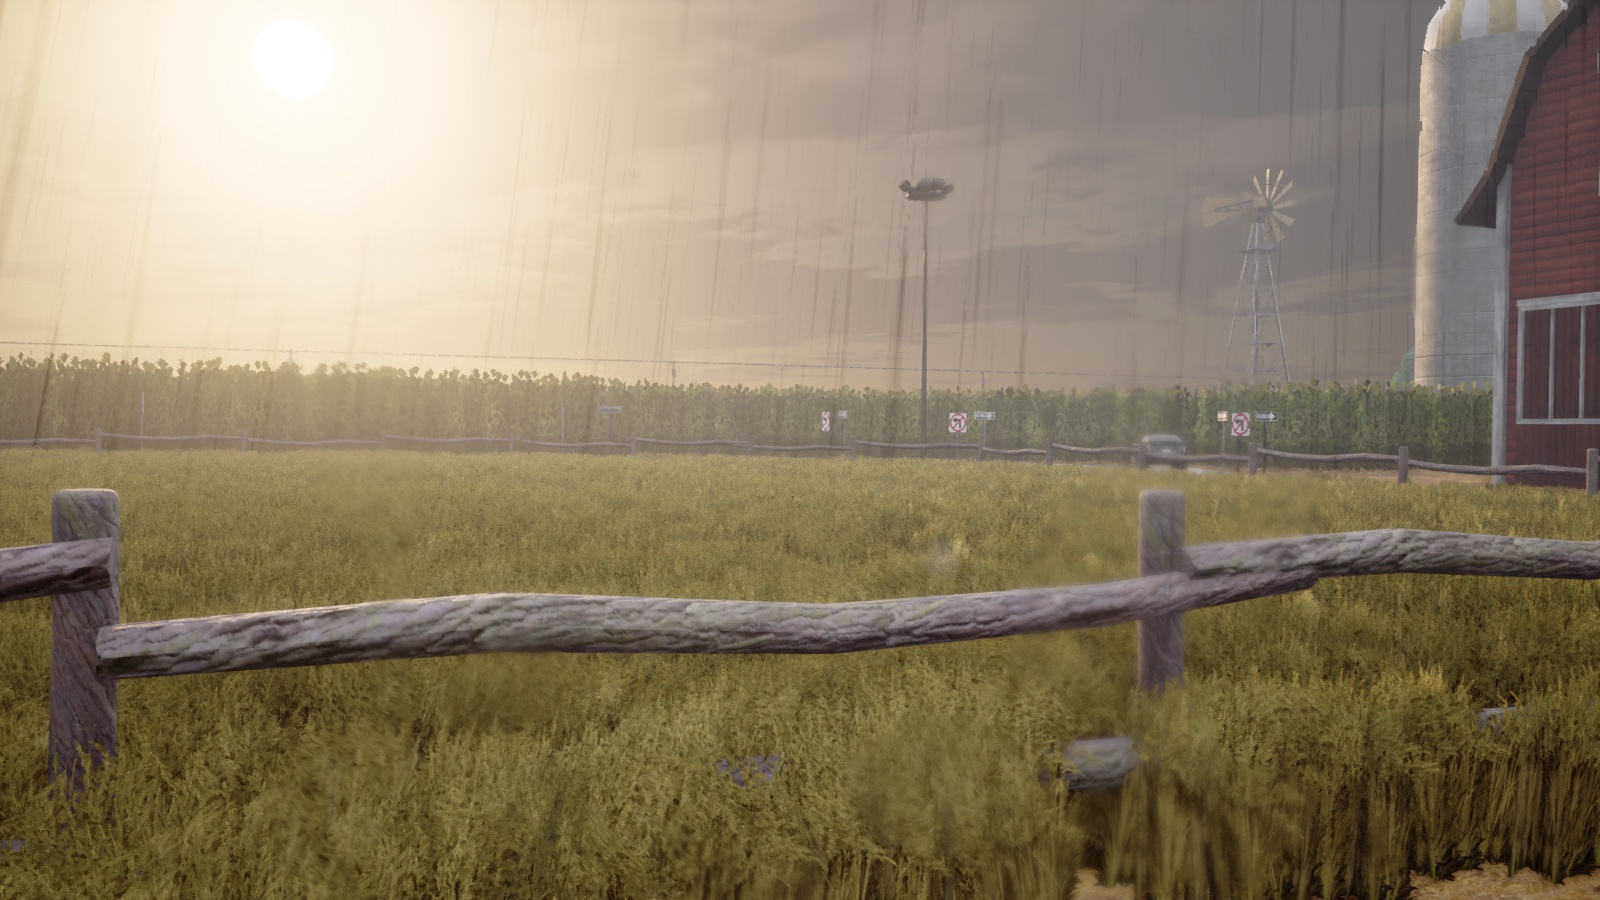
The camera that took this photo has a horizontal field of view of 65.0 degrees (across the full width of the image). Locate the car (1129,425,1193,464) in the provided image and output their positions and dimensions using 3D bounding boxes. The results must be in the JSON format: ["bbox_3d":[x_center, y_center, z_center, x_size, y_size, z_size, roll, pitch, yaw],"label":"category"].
[{"bbox_3d":[14.973,-0.268,52.320,2.007,1.525,4.514,0,1,9],"label":"car"}]
